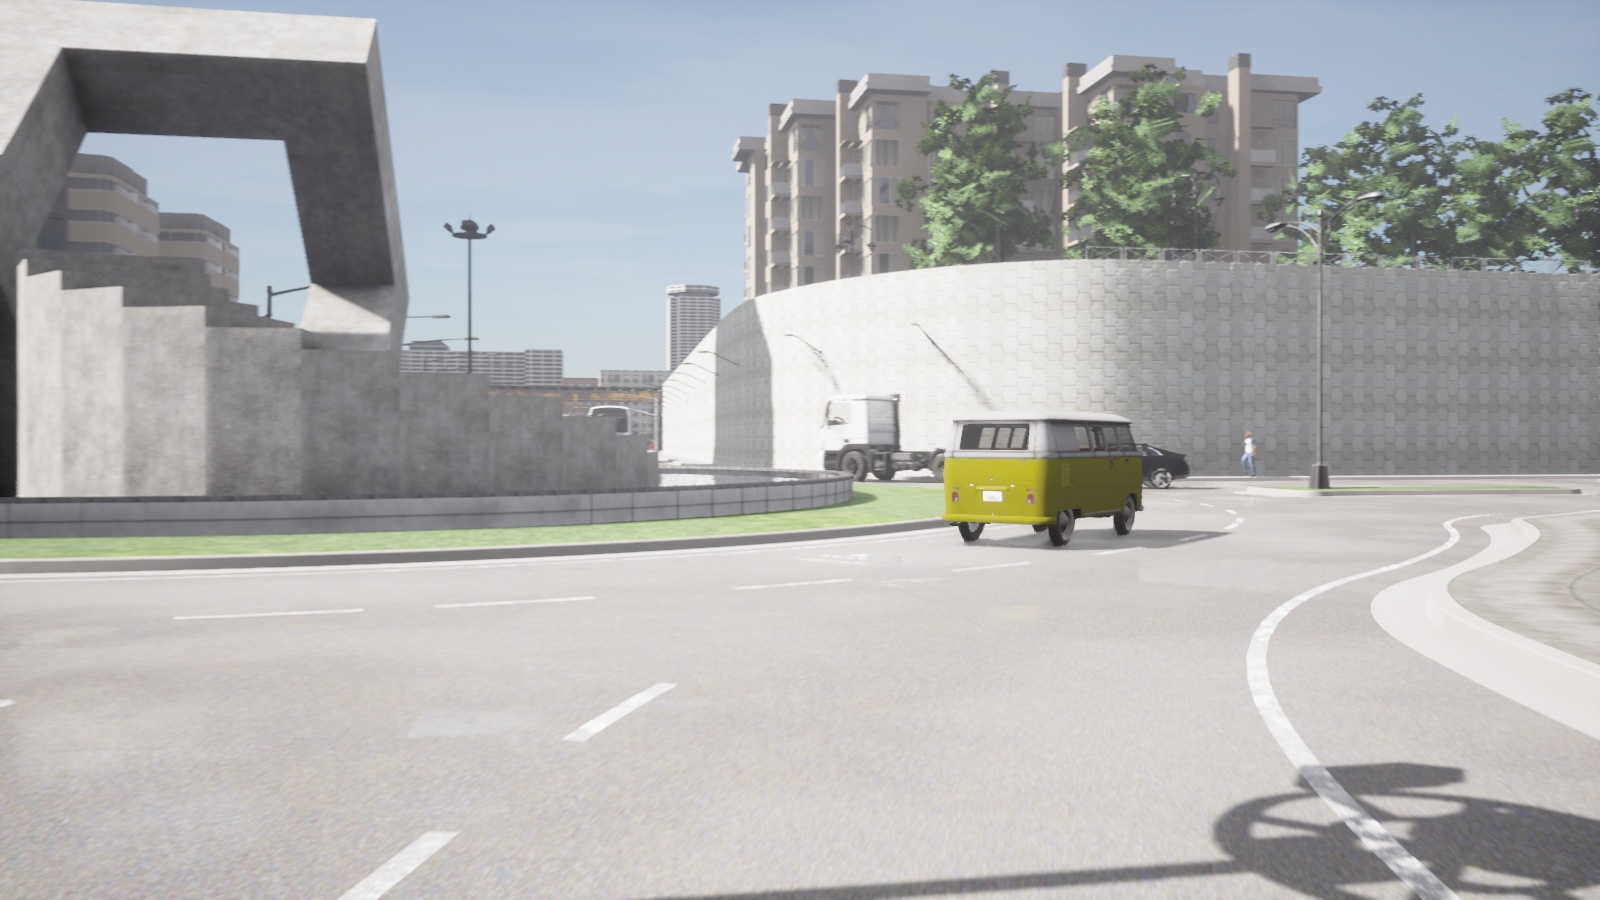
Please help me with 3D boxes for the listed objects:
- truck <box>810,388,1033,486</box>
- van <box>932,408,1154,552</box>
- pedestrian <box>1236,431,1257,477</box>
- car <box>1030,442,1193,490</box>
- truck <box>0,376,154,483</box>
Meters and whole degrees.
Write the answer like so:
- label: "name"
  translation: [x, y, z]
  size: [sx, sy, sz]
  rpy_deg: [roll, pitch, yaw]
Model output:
- label: "truck"
  translation: [4.534, -0.495, 47.523]
  size: [7.936, 3.462, 2.891]
  rpy_deg: [0, 0, 31]
- label: "van"
  translation: [3.920, 0.396, 19.636]
  size: [1.775, 1.987, 4.442]
  rpy_deg: [0, 0, 35]
- label: "pedestrian"
  translation: [17.682, 0.156, 49.702]
  size: [0.706, 1.836, 0.354]
  rpy_deg: [0, 0, -13]
- label: "car"
  translation: [10.136, 0.491, 41.154]
  size: [4.902, 1.511, 2.128]
  rpy_deg: [0, 0, 4]
- label: "truck"
  translation: [-29.051, -0.742, 46.906]
  size: [2.891, 3.827, 8.468]
  rpy_deg: [0, 0, 33]
